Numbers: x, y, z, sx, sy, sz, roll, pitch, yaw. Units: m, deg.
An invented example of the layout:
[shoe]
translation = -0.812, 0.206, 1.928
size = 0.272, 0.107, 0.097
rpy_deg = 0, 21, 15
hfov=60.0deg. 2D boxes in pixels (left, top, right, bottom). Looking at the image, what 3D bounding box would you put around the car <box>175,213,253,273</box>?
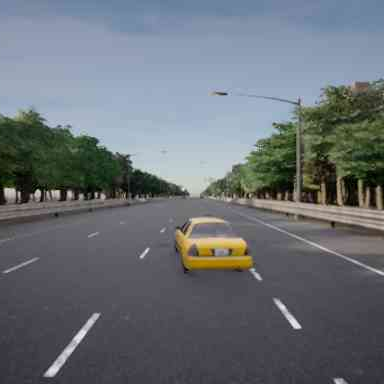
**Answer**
[car]
translation = 0.447, 1.461, 10.738
size = 1.801, 1.575, 5.366
rpy_deg = 1, 0, -7
